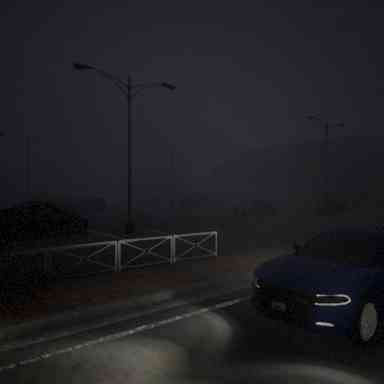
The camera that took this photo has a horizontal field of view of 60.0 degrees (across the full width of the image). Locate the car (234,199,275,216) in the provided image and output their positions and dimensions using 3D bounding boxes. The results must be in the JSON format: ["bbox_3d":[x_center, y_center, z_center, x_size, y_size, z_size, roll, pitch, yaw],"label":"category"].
[{"bbox_3d":[5.595,1.350,29.820,3.806,1.475,1.970,0,0,-38],"label":"car"}]

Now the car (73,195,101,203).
[{"bbox_3d":[-19.703,1.275,62.572,4.514,1.523,2.007,0,0,-38],"label":"car"}]

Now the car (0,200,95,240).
[{"bbox_3d":[-7.383,1.337,16.147,4.514,1.523,2.007,0,0,-38],"label":"car"}]

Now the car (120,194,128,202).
[{"bbox_3d":[-11.878,1.196,63.939,3.806,1.475,1.970,0,0,-38],"label":"car"}]

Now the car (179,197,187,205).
[{"bbox_3d":[0.039,1.035,48.867,3.866,1.878,1.905,0,0,-38],"label":"car"}]

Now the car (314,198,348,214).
[{"bbox_3d":[13.301,1.325,31.956,3.633,1.501,1.845,0,0,-38],"label":"car"}]

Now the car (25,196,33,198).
[{"bbox_3d":[-23.447,1.090,50.979,4.605,1.855,1.932,0,0,-38],"label":"car"}]

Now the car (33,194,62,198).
[{"bbox_3d":[-16.451,1.289,40.647,4.514,1.523,2.007,0,0,-38],"label":"car"}]

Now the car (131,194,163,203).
[{"bbox_3d":[-7.726,1.115,59.035,5.027,1.636,2.152,0,0,-38],"label":"car"}]

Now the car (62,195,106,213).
[{"bbox_3d":[-10.420,1.308,32.680,3.633,1.501,1.845,0,0,-38],"label":"car"}]

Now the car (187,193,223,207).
[{"bbox_3d":[2.131,1.054,46.808,4.605,1.855,1.932,0,0,-38],"label":"car"}]

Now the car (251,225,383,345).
[{"bbox_3d":[3.287,1.467,6.582,5.008,1.535,1.882,0,0,-38],"label":"car"}]

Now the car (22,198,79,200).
[{"bbox_3d":[-9.329,1.329,18.608,5.027,1.636,2.152,0,0,-38],"label":"car"}]
